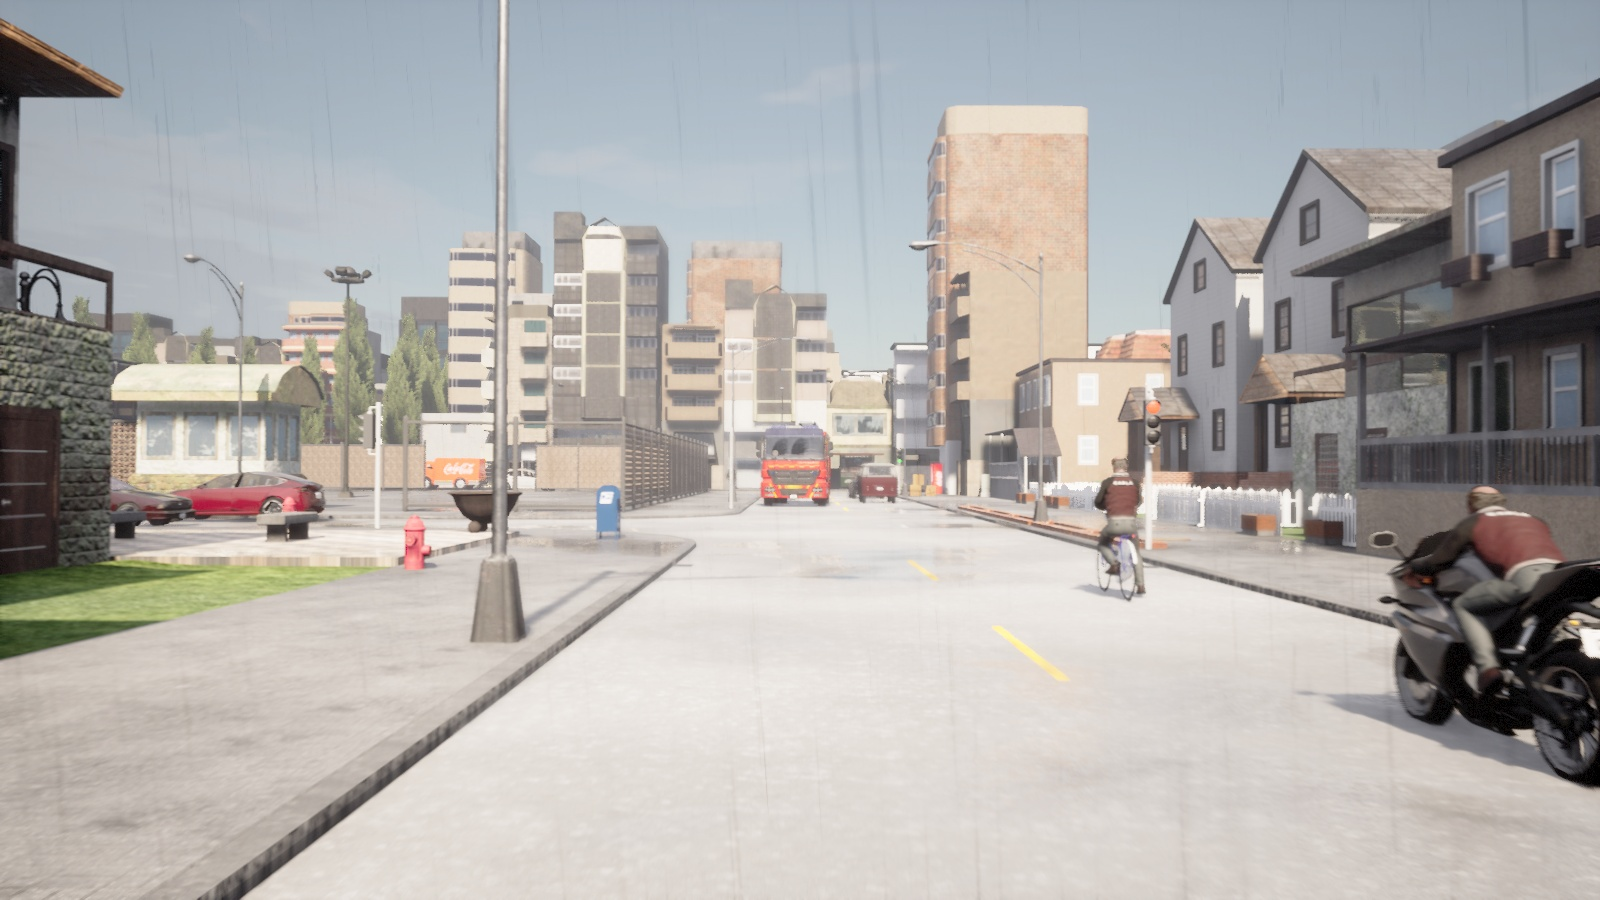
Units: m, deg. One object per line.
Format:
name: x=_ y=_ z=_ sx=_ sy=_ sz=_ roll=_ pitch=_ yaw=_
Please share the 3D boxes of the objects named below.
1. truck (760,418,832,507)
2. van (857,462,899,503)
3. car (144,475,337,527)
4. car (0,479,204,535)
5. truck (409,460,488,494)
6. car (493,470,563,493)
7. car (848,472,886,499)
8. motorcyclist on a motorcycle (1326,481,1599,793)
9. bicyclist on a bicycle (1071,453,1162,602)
truck: x=-0.077 y=0.628 z=58.385 sx=2.891 sy=3.827 sz=8.468 roll=0 pitch=-1 yaw=3
van: x=3.847 y=1.603 z=62.784 sx=1.775 sy=1.987 sz=4.442 roll=0 pitch=-1 yaw=-1
car: x=-16.622 y=1.508 z=37.477 sx=4.792 sy=1.488 sz=2.163 roll=0 pitch=-1 yaw=1
car: x=-19.055 y=1.499 z=33.503 sx=5.357 sy=1.411 sz=2.033 roll=0 pitch=-1 yaw=-1
truck: x=-26.564 y=2.025 z=95.053 sx=5.204 sy=2.467 sz=2.627 roll=0 pitch=-1 yaw=0
car: x=-19.682 y=2.262 z=91.070 sx=4.611 sy=1.667 sz=2.242 roll=0 pitch=-1 yaw=0
car: x=3.831 y=2.020 z=72.554 sx=1.837 sy=1.490 sz=4.892 roll=0 pitch=-1 yaw=-1
motorcyclist on a motorcycle: x=3.979 y=0.957 z=7.346 sx=0.866 sy=1.530 sz=2.191 roll=0 pitch=-1 yaw=0
bicyclist on a bicycle: x=3.972 y=0.935 z=15.872 sx=0.659 sy=1.776 sz=1.843 roll=0 pitch=-1 yaw=-1
